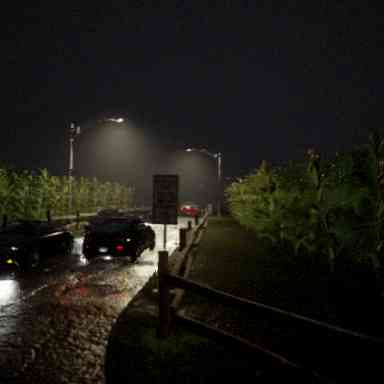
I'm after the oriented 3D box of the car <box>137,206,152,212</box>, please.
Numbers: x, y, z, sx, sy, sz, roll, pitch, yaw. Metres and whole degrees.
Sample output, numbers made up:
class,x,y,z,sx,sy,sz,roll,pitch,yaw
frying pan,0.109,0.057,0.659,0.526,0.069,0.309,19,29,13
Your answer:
class,x,y,z,sx,sy,sz,roll,pitch,yaw
car,-4.236,2.019,30.487,1.994,1.385,4.181,1,-1,5

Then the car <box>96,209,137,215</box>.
class,x,y,z,sx,sy,sz,roll,pitch,yaw
car,-5.017,1.795,20.556,1.812,1.442,4.674,1,-1,4

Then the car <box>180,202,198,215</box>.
class,x,y,z,sx,sy,sz,roll,pitch,yaw
car,-0.284,2.107,43.321,2.097,1.767,4.553,1,-1,4

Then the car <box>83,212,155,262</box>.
class,x,y,z,sx,sy,sz,roll,pitch,yaw
car,-2.658,1.710,12.905,1.812,1.442,4.674,1,-1,5

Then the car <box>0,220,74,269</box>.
class,x,y,z,sx,sy,sz,roll,pitch,yaw
car,-5.712,1.665,11.395,1.994,1.385,4.181,1,-1,4
